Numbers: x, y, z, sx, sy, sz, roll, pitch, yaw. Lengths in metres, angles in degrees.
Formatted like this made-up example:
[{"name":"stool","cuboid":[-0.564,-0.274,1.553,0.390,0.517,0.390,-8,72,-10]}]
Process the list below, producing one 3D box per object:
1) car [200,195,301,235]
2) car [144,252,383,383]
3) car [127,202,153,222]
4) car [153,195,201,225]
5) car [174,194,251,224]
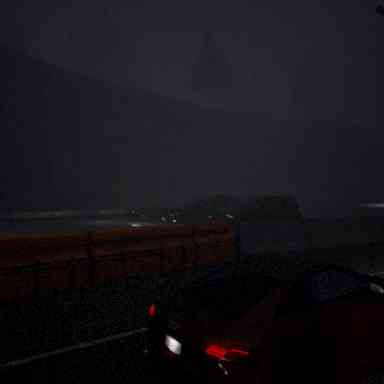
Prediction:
[{"name":"car","cuboid":[3.546,1.225,18.431,5.566,2.045,2.150,0,0,-29]},{"name":"car","cuboid":[1.465,1.565,4.588,4.181,1.385,1.994,0,0,-34]},{"name":"car","cuboid":[-2.760,1.479,26.871,5.008,1.535,1.882,0,0,-30]},{"name":"car","cuboid":[0.727,1.224,20.842,5.566,2.045,2.150,0,0,-30]},{"name":"car","cuboid":[1.623,1.225,25.376,5.566,2.045,2.150,0,0,-29]}]
